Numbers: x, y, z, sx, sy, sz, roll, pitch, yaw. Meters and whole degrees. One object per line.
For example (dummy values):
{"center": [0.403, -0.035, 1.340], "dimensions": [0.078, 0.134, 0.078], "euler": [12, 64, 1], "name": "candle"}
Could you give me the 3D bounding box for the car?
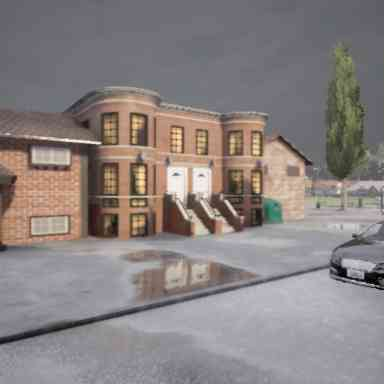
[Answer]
{"center": [5.491, 1.483, 8.517], "dimensions": [4.902, 1.511, 2.128], "euler": [0, 0, -35], "name": "car"}
